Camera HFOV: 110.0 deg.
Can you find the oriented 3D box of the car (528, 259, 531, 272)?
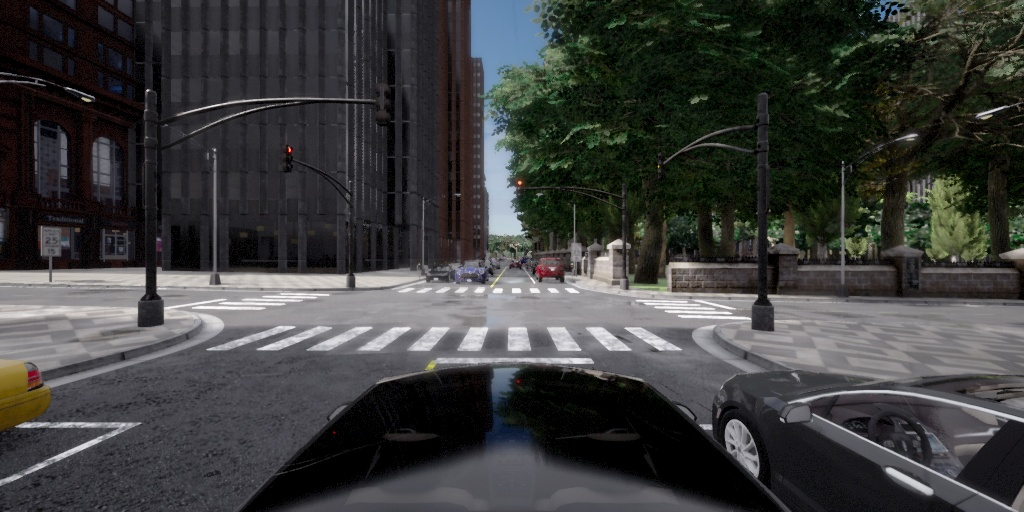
[{"bbox_3d":[3.058,1.338,39.320,1.948,1.339,4.313,0,0,0],"label":"car"}]

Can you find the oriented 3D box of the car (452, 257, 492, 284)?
[{"bbox_3d":[-2.903,1.112,26.869,2.097,1.767,4.553,0,0,0],"label":"car"}]

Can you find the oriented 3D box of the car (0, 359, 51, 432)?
[{"bbox_3d":[-5.766,1.275,1.632,1.751,1.417,4.829,0,0,0],"label":"car"}]

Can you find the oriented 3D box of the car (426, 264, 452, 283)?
[{"bbox_3d":[-5.553,1.326,28.466,1.948,1.339,4.313,0,0,0],"label":"car"}]

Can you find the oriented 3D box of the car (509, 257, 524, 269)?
[{"bbox_3d":[0.544,1.320,58.126,1.812,1.442,4.674,0,0,-1],"label":"car"}]

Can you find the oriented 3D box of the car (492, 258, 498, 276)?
[{"bbox_3d":[-2.818,1.275,37.615,1.837,1.490,4.892,0,0,1],"label":"car"}]

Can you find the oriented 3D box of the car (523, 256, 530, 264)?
[{"bbox_3d":[3.188,1.230,55.689,1.967,1.591,4.097,0,0,0],"label":"car"}]

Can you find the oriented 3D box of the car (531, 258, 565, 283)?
[{"bbox_3d":[2.972,1.075,28.408,2.192,1.841,5.009,0,0,0],"label":"car"}]

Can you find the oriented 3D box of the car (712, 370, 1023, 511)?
[{"bbox_3d":[2.760,1.300,1.744,2.007,1.370,4.403,0,0,0],"label":"car"}]

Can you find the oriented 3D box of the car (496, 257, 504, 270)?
[{"bbox_3d":[-2.688,1.275,51.934,2.128,1.511,4.902,0,0,1],"label":"car"}]

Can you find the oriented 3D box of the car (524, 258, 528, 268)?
[{"bbox_3d":[3.145,1.335,50.233,2.007,1.370,4.403,0,0,0],"label":"car"}]

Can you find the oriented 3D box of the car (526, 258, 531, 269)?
[{"bbox_3d":[3.101,1.329,44.776,2.007,1.370,4.403,0,0,0],"label":"car"}]
